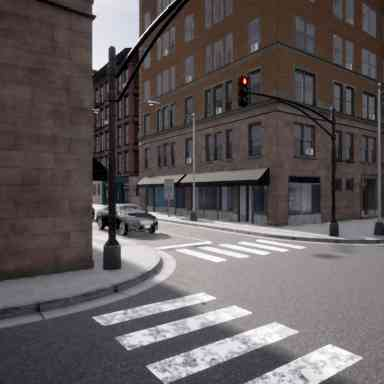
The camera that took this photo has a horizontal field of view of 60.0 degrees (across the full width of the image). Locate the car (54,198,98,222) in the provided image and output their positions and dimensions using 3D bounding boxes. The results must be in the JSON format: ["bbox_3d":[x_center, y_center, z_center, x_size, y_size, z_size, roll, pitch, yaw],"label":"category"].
[{"bbox_3d":[-9.126,1.323,25.853,1.882,1.535,5.008,0,0,-36],"label":"car"}]

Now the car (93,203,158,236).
[{"bbox_3d":[-3.639,1.395,18.144,2.128,1.511,4.902,0,0,-37],"label":"car"}]
